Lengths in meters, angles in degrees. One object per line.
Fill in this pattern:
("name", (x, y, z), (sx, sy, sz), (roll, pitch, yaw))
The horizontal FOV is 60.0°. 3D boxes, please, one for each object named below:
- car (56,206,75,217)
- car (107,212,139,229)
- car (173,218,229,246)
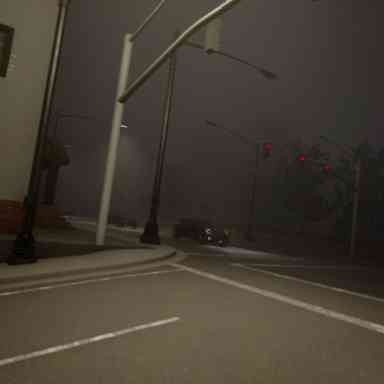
("car", (-19.672, 2.980, 51.501), (2.033, 1.411, 5.357), (11, -6, -35))
("car", (-7.218, 2.852, 34.342), (1.882, 1.535, 5.008), (11, -6, -36))
("car", (0.612, 2.700, 23.668), (2.097, 1.767, 4.553), (11, -6, -36))
